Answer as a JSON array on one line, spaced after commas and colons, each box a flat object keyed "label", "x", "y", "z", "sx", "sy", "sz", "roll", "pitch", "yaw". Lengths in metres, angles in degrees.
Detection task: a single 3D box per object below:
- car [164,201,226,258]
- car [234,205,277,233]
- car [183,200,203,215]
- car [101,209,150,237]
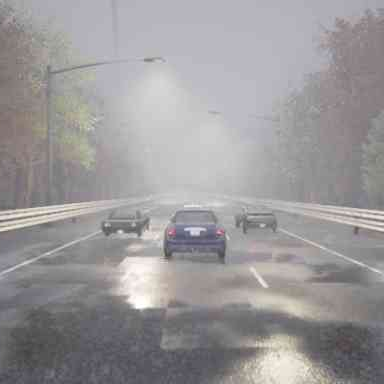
[{"label": "car", "x": 0.100, "y": 1.344, "z": 12.888, "sx": 2.097, "sy": 1.767, "sz": 4.553, "roll": 0, "pitch": 0, "yaw": 0}, {"label": "car", "x": 3.599, "y": 1.477, "z": 19.378, "sx": 2.128, "sy": 1.511, "sz": 4.902, "roll": 0, "pitch": 0, "yaw": 0}, {"label": "car", "x": 0.097, "y": 1.565, "z": 34.068, "sx": 1.895, "sy": 1.301, "sz": 4.718, "roll": 0, "pitch": 0, "yaw": 0}, {"label": "car", "x": -3.400, "y": 1.589, "z": 18.041, "sx": 1.895, "sy": 1.301, "sz": 4.718, "roll": 0, "pitch": 0, "yaw": 0}]
